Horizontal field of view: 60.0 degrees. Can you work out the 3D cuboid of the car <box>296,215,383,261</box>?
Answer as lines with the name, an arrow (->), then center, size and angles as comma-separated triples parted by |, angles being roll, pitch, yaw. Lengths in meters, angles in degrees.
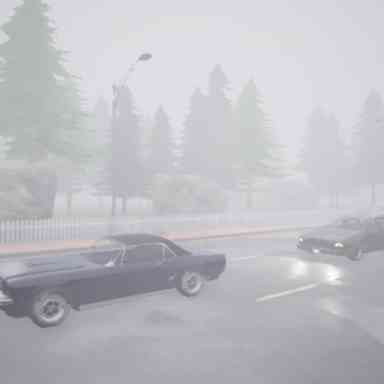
car -> 6.382, 1.628, 12.822 | 5.357, 1.411, 2.033 | 0, 0, -35

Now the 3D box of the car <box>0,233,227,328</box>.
car -> -1.597, 1.619, 7.140 | 4.718, 1.301, 1.895 | 0, 0, -35
